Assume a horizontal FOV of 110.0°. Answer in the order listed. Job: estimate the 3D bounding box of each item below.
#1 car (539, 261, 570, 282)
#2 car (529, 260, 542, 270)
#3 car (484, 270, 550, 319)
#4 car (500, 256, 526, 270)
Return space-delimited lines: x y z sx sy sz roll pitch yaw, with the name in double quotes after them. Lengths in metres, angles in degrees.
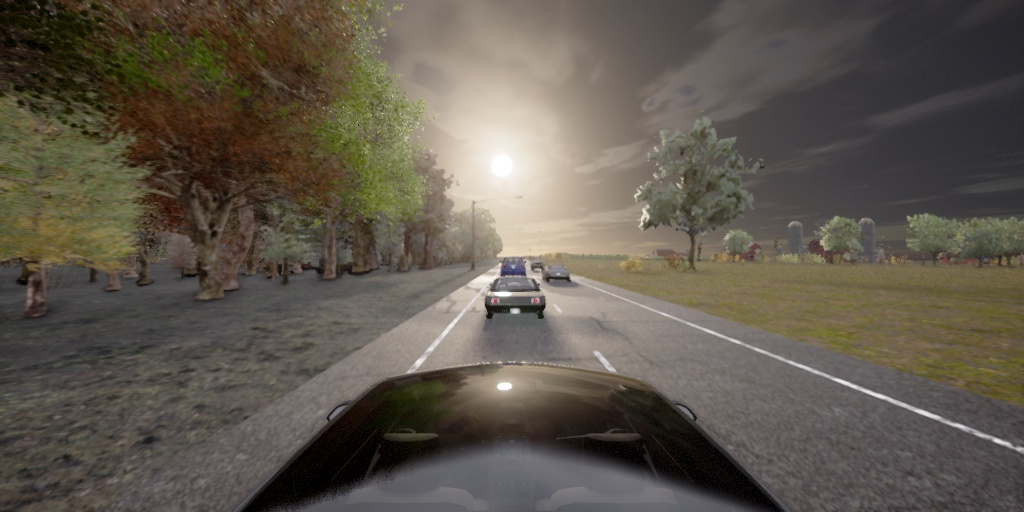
3.572 1.352 29.460 1.994 1.385 4.181 0 0 0 "car"
3.612 1.316 52.083 1.837 1.490 4.892 0 0 0 "car"
0.102 1.367 12.945 1.895 1.301 4.718 0 0 0 "car"
0.110 1.014 32.290 2.150 2.045 5.566 0 0 0 "car"
